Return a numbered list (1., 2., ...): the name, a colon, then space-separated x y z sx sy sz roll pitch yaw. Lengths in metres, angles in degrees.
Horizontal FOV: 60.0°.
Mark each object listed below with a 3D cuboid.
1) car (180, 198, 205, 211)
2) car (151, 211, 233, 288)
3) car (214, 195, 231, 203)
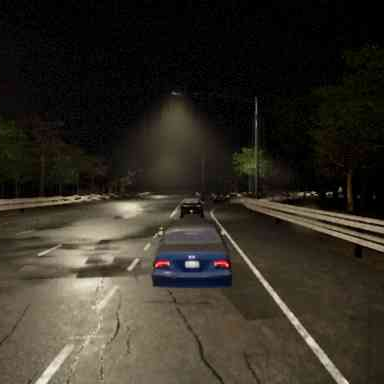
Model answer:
1. car: 0.058 1.269 28.170 2.128 1.511 4.902 0 0 2
2. car: -0.003 1.474 9.152 2.033 1.411 5.357 0 0 0
3. car: 5.098 1.126 55.694 1.994 1.385 4.181 0 0 20
